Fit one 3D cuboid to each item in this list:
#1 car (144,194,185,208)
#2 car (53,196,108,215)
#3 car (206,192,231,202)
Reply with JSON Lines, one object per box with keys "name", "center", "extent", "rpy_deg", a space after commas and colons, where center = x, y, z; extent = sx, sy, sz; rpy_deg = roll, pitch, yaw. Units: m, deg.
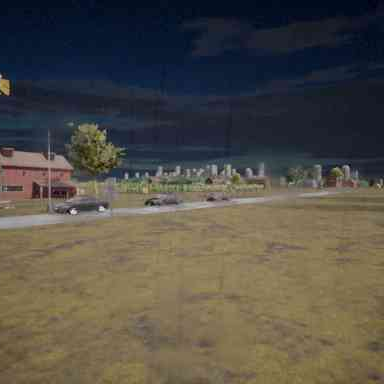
{"name": "car", "center": [-3.024, 0.931, 37.829], "extent": [2.033, 1.411, 5.357], "rpy_deg": [1, 2, 36]}
{"name": "car", "center": [-9.552, 1.114, 28.816], "extent": [1.837, 1.490, 4.892], "rpy_deg": [1, 2, 36]}
{"name": "car", "center": [3.797, 0.707, 47.210], "extent": [1.994, 1.385, 4.181], "rpy_deg": [1, 2, 36]}
